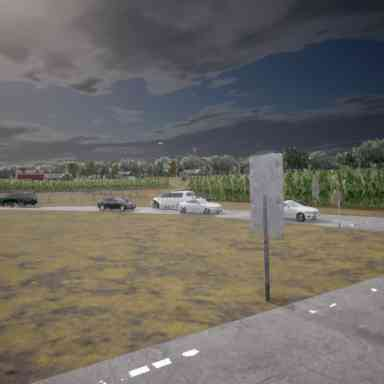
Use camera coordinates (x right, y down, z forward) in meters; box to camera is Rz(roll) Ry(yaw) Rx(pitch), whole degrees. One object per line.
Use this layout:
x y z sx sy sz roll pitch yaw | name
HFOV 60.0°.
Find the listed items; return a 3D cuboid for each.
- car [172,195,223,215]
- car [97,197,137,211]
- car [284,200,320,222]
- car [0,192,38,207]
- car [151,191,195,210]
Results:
0.722 1.339 31.692 4.674 1.442 1.812 0 2 39 | car
-8.540 1.353 37.822 4.892 1.490 1.837 0 2 27 | car
7.282 1.360 25.251 1.812 1.442 4.674 -3 2 -42 | car
-24.266 1.023 46.141 5.566 2.045 2.150 0 1 10 | car
-2.051 0.939 37.485 5.566 2.045 2.150 0 2 34 | car
